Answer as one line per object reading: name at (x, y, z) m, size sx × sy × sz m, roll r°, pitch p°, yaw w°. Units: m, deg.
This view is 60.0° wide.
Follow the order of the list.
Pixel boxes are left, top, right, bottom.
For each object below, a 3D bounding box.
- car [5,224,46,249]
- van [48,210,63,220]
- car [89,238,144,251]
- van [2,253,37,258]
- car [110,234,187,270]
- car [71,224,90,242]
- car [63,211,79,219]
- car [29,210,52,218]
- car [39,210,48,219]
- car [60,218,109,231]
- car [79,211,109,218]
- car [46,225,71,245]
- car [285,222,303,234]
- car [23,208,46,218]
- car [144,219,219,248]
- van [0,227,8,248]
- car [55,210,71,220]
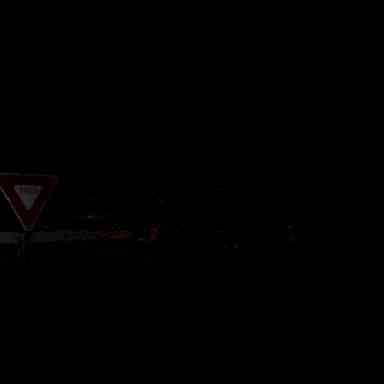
car at (-18.584, 4.662, 34.414) m, size 5.566 × 2.045 × 2.435 m, roll -1°, pitch -1°, yaw 17°
van at (-27.024, 4.712, 69.028) m, size 1.878 × 1.987 × 4.442 m, roll 0°, pitch 1°, yaw 19°
car at (-5.299, 4.646, 23.949) m, size 5.566 × 2.045 × 2.435 m, roll 1°, pitch 1°, yaw 17°
van at (-8.822, 4.676, 19.114) m, size 4.442 × 1.987 × 1.878 m, roll 1°, pitch 0°, yaw 17°
car at (-3.412, 4.645, 26.359) m, size 5.566 × 2.045 × 2.435 m, roll 1°, pitch 0°, yaw 17°
car at (-14.994, 4.941, 39.129) m, size 4.792 × 1.488 × 2.163 m, roll -1°, pitch -1°, yaw 17°
car at (-22.244, 4.923, 65.560) m, size 1.946 × 1.575 × 5.366 m, roll -1°, pitch 0°, yaw 19°
car at (-34.010, 4.988, 74.793) m, size 2.002 × 1.452 × 4.674 m, roll -1°, pitch 1°, yaw 19°
car at (-29.323, 4.939, 71.029) m, size 2.097 × 1.535 × 5.008 m, roll 0°, pitch 1°, yaw 19°
car at (-13.259, 4.659, 41.475) m, size 5.566 × 2.045 × 2.435 m, roll -1°, pitch 0°, yaw 17°
car at (-17.611, 4.670, 61.598) m, size 2.435 × 2.045 × 5.566 m, roll 0°, pitch 1°, yaw 19°
car at (-16.789, 4.661, 36.767) m, size 5.566 × 2.045 × 2.435 m, roll -1°, pitch -1°, yaw 17°
car at (11.513, 4.121, 37.553) m, size 1.837 × 1.490 × 4.892 m, roll 0°, pitch -4°, yaw 17°
car at (-36.332, 4.827, 76.707) m, size 2.185 × 1.767 × 4.553 m, roll 0°, pitch 1°, yaw 19°
car at (-0.181, 2.330, 19.115) m, size 2.097 × 1.767 × 4.553 m, roll 0°, pitch -5°, yaw 38°
van at (-20.517, 4.691, 32.093) m, size 4.442 × 1.987 × 1.878 m, roll -1°, pitch 0°, yaw 17°
car at (-24.651, 4.972, 67.259) m, size 2.002 × 1.452 × 4.674 m, roll -1°, pitch 1°, yaw 19°
